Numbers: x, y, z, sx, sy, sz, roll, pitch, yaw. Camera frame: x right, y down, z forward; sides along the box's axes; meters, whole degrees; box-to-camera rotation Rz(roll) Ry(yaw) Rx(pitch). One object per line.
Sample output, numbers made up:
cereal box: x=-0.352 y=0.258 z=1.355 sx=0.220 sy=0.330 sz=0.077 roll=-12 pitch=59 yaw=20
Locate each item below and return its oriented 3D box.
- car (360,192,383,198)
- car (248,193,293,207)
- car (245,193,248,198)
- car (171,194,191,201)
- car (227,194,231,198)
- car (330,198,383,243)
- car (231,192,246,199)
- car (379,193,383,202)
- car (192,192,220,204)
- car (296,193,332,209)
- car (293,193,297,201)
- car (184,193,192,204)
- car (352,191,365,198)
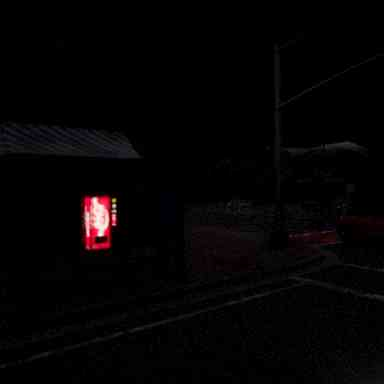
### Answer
car: x=21.860 y=1.040 z=38.398 sx=4.514 sy=1.523 sz=2.007 roll=-1 pitch=0 yaw=-36
car: x=9.993 y=0.979 z=42.292 sx=5.027 sy=1.636 sz=2.152 roll=-1 pitch=0 yaw=-36
car: x=13.478 y=0.942 z=68.555 sx=3.633 sy=1.501 sz=1.845 roll=-1 pitch=0 yaw=-36
car: x=-2.442 y=1.131 z=71.895 sx=3.806 sy=1.475 sz=1.970 roll=-1 pitch=0 yaw=-36
car: x=10.940 y=0.877 z=85.172 sx=4.514 sy=1.523 sz=2.007 roll=-1 pitch=0 yaw=-36
car: x=8.611 y=1.271 z=13.911 sx=2.097 sy=1.767 sz=4.553 roll=-1 pitch=-1 yaw=-36
car: x=12.810 y=0.867 z=82.653 sx=5.027 sy=1.636 sz=2.152 roll=-1 pitch=0 yaw=-36
car: x=32.817 y=0.895 z=54.845 sx=3.806 sy=1.475 sz=1.970 roll=-1 pitch=0 yaw=-36
car: x=2.536 y=0.903 z=52.688 sx=3.866 sy=1.878 sz=1.905 roll=-1 pitch=0 yaw=-36
car: x=13.997 y=1.054 z=37.266 sx=3.806 sy=1.475 sz=1.970 roll=-1 pitch=0 yaw=-36
car: x=19.267 y=0.920 z=60.410 sx=4.514 sy=1.523 sz=2.007 roll=-1 pitch=0 yaw=-36
car: x=0.507 y=0.928 z=54.809 sx=4.605 sy=1.855 sz=1.932 roll=-1 pitch=0 yaw=-36
car: x=25.947 y=0.727 z=49.871 sx=4.605 sy=1.855 sz=1.932 roll=-1 pitch=0 yaw=-36
